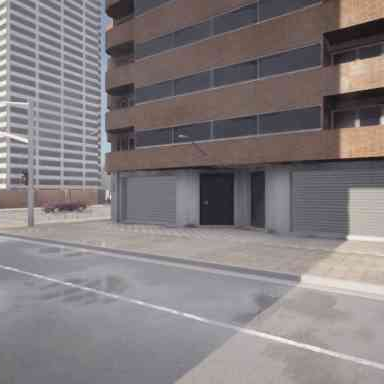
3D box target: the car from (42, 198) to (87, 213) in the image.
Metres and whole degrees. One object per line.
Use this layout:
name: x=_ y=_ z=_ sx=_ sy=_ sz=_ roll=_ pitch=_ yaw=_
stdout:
car: x=-14.101 y=1.478 z=36.878 sx=1.882 sy=1.535 sz=5.008 roll=0 pitch=0 yaw=35
